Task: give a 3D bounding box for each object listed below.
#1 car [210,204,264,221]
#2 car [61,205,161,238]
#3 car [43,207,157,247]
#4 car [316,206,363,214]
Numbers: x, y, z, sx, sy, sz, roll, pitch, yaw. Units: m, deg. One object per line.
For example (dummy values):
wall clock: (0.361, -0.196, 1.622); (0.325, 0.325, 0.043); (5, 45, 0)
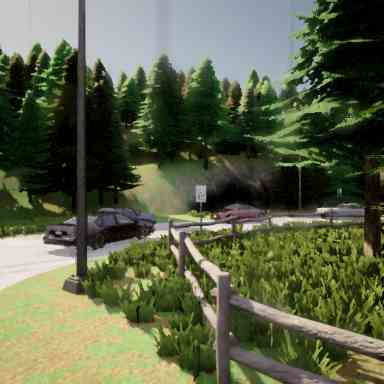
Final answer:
car: (3.474, 1.591, 25.180); (4.181, 1.385, 1.994); (0, 0, -26)
car: (-4.467, 1.574, 19.138); (2.033, 1.411, 5.357); (0, 0, 41)
car: (-3.786, 1.574, 14.603); (2.033, 1.411, 5.357); (0, 0, 28)
car: (12.992, 1.628, 28.079); (4.718, 1.301, 1.895); (0, 0, -6)
